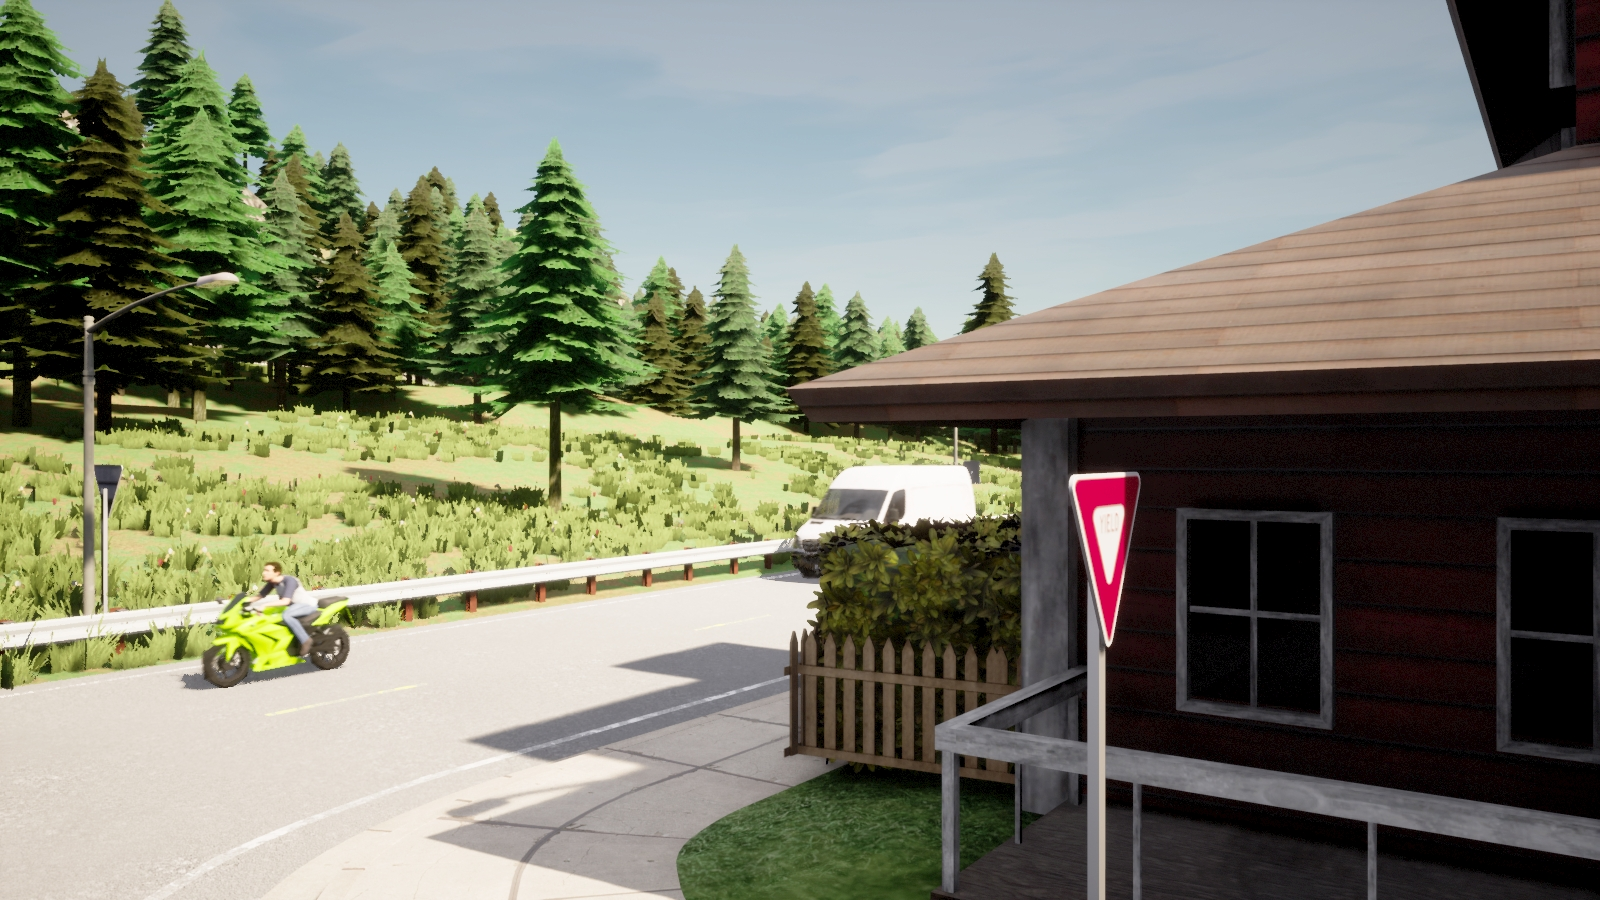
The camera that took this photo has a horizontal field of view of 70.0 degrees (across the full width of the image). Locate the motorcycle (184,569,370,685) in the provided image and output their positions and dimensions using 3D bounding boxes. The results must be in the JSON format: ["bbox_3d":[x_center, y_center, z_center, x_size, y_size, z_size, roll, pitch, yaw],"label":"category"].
[{"bbox_3d":[-6.653,2.213,14.634,0.803,1.145,2.033,0,0,35],"label":"motorcycle"}]

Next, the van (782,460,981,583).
[{"bbox_3d":[2.094,1.534,27.188,1.988,2.561,5.915,0,0,35],"label":"van"}]
